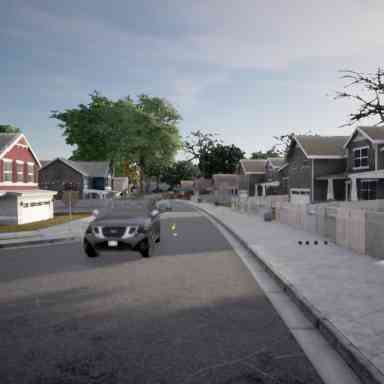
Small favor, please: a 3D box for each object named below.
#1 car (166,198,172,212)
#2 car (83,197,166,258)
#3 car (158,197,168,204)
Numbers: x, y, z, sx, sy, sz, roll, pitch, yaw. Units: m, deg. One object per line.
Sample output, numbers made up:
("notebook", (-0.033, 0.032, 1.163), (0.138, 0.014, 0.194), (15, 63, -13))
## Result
("car", (-3.318, 1.595, 39.349), (1.812, 1.442, 4.674), (0, 0, -4))
("car", (-2.469, 1.249, 13.160), (2.150, 2.045, 5.566), (0, 0, 0))
("car", (-5.735, 1.629, 65.366), (1.895, 1.301, 4.718), (0, 0, -8))
